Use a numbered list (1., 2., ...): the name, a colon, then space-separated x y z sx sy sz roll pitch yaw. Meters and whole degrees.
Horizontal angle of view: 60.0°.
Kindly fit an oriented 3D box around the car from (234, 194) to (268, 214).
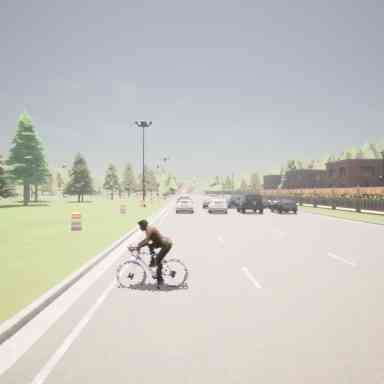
1. car: 6.211 1.221 35.827 2.150 2.045 5.566 0 0 0

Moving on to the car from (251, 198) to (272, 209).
1. car: 9.441 1.564 45.422 1.994 1.385 4.181 0 0 -1

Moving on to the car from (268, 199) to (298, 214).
1. car: 9.725 1.491 35.433 2.128 1.511 4.902 0 0 -1

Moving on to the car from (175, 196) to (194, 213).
1. car: -0.791 1.526 36.260 1.812 1.442 4.674 0 0 -1

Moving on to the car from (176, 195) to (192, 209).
1. car: -1.071 1.352 46.271 2.097 1.767 4.553 0 0 -1

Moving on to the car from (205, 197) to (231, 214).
1. car: 2.724 1.526 35.685 1.812 1.442 4.674 0 0 -1

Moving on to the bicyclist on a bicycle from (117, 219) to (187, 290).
1. bicyclist on a bicycle: -0.942 1.455 7.709 1.656 1.620 0.582 -2 0 -1

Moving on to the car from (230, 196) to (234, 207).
1. car: 5.929 1.352 46.304 2.097 1.767 4.553 0 0 -1

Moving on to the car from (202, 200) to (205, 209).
1. car: 2.432 1.601 45.794 1.895 1.301 4.718 0 0 -1
